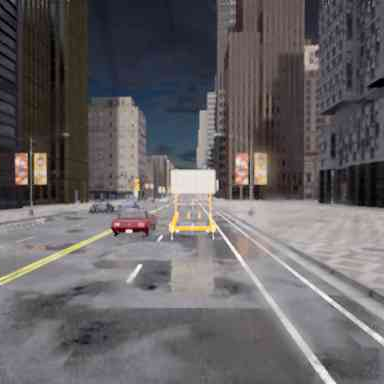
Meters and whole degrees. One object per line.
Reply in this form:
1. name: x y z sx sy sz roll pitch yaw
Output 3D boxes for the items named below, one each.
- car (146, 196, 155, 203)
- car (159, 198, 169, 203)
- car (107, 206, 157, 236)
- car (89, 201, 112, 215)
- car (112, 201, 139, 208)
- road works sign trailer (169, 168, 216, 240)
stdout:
1. car: -9.564 1.694 76.869 2.128 1.511 4.902 0 0 0
2. car: -6.316 1.913 75.800 1.895 1.301 4.718 0 0 0
3. car: -3.106 1.666 18.754 1.895 1.301 4.718 0 0 0
4. car: -9.758 1.713 36.258 1.994 1.385 4.181 0 0 0
5. car: -6.511 1.664 34.313 1.812 1.442 4.674 0 0 0
6. road works sign trailer: 0.050 0.525 17.483 2.380 3.560 2.880 0 0 1
